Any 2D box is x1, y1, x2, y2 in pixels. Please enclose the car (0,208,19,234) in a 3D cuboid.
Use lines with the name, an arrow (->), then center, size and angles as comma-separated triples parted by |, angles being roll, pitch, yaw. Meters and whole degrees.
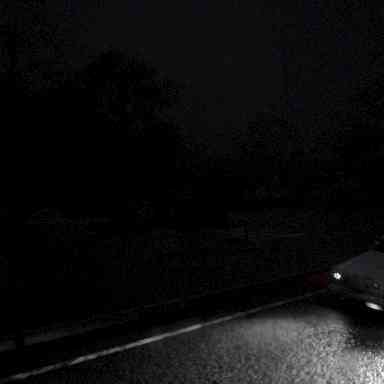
car -> -11.082, 1.658, 18.860 | 2.163, 1.488, 4.792 | 1, -1, -35

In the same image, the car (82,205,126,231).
car -> -6.564, 1.766, 22.084 | 2.163, 1.488, 4.792 | 1, -1, -36

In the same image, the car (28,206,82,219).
car -> -8.699, 1.679, 20.296 | 1.946, 1.575, 5.366 | 1, -1, -35

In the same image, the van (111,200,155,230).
van -> -4.217, 1.565, 23.578 | 1.878, 1.987, 4.442 | 1, -1, -35

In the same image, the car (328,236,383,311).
car -> 5.044, 1.502, 7.247 | 4.718, 1.301, 1.895 | -8, 5, -35
